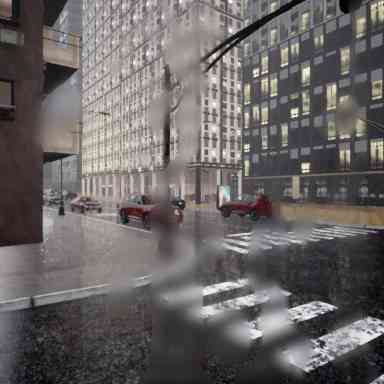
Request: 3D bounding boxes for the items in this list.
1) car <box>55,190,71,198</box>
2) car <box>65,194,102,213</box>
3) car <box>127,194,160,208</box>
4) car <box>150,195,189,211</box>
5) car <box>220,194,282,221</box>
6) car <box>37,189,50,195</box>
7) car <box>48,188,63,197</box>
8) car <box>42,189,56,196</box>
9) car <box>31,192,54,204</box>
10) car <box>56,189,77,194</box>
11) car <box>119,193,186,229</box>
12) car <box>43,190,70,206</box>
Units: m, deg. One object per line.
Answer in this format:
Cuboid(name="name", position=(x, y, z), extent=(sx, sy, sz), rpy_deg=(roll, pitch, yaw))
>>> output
Cuboid(name="car", position=(-25.147, 0.310, 64.693), extent=(1.887, 1.381, 4.507), rpy_deg=(1, 0, -36))
Cuboid(name="car", position=(-9.062, 1.067, 28.303), extent=(1.802, 1.307, 4.206), rpy_deg=(2, 0, -36))
Cuboid(name="car", position=(-5.582, 0.966, 37.768), extent=(1.947, 1.339, 4.313), rpy_deg=(1, 0, -36))
Cuboid(name="car", position=(-2.320, 1.070, 33.281), extent=(1.947, 1.339, 4.313), rpy_deg=(1, 0, -36))
Cuboid(name="car", position=(4.208, 1.027, 24.305), extent=(2.192, 1.841, 5.009), rpy_deg=(1, 0, -36))
Cuboid(name="car", position=(-34.930, -0.011, 78.155), extent=(1.887, 1.381, 4.507), rpy_deg=(1, 0, -36))
Cuboid(name="car", position=(-28.404, 0.099, 69.179), extent=(1.967, 1.590, 4.097), rpy_deg=(1, 0, -36))
Cuboid(name="car", position=(-31.668, 0.097, 73.667), extent=(1.887, 1.381, 4.507), rpy_deg=(1, 0, -36))
Cuboid(name="car", position=(-18.843, 0.752, 41.762), extent=(1.802, 1.307, 4.206), rpy_deg=(2, 0, -36))
Cuboid(name="car", position=(-19.501, 0.516, 52.494), extent=(1.837, 1.490, 4.892), rpy_deg=(0, 1, -36))
Cuboid(name="car", position=(-2.534, 1.008, 19.330), extent=(2.192, 1.841, 5.009), rpy_deg=(2, 0, -36))
Cuboid(name="car", position=(-15.582, 0.827, 37.276), extent=(2.008, 1.369, 4.403), rpy_deg=(2, 0, -36))
